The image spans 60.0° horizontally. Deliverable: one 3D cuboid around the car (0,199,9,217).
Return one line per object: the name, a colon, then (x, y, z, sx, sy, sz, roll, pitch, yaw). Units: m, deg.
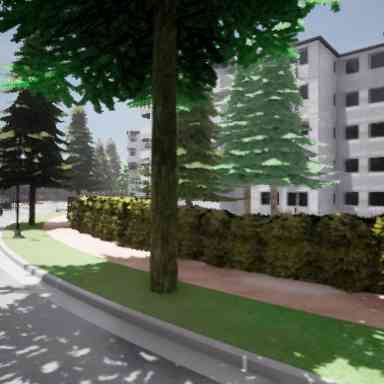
car: (-18.378, 1.624, 29.640, 1.812, 1.442, 4.674, 0, 0, -12)

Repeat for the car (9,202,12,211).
car: (-24.117, 1.636, 41.337, 2.128, 1.511, 4.902, 0, -1, -9)
